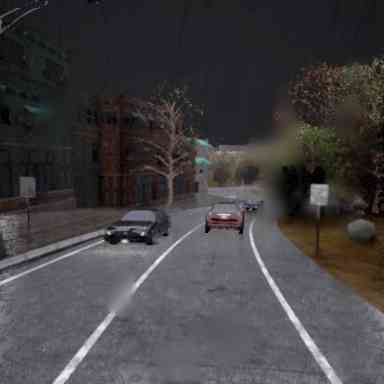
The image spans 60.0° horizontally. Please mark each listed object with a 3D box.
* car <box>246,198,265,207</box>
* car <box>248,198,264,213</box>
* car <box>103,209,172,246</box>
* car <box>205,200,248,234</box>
[{"bbox_3d":[10.708,1.752,55.674,1.994,1.385,4.181,3,0,27],"label":"car"},{"bbox_3d":[7.413,1.718,39.651,1.895,1.301,4.718,2,0,20],"label":"car"},{"bbox_3d":[-2.191,1.479,15.198,2.033,1.411,5.357,1,0,8],"label":"car"},{"bbox_3d":[2.051,1.343,19.579,2.097,1.767,4.553,1,0,10],"label":"car"}]
